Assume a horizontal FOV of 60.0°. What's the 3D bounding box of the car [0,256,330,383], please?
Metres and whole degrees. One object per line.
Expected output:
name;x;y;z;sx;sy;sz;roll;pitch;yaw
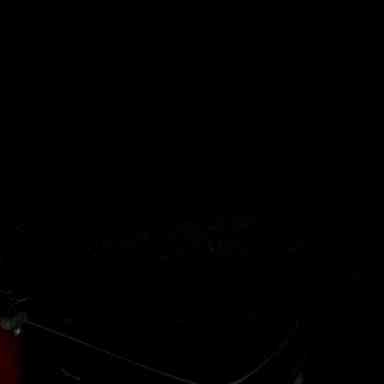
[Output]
car;-0.819;1.440;3.542;4.097;1.590;1.967;0;0;35
